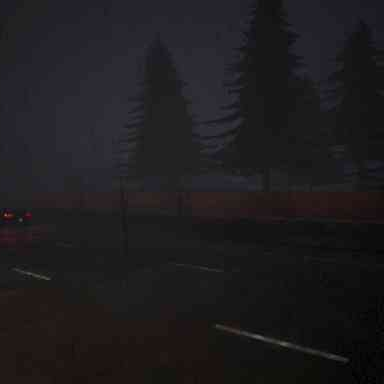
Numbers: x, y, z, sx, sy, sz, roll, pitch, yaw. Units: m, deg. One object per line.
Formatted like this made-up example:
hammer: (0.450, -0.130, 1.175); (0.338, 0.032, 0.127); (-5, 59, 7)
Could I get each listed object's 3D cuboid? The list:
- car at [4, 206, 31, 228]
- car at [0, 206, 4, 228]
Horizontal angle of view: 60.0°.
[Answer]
car: (-13.196, 1.719, 24.083); (1.812, 1.442, 4.674); (0, 0, -45)
car: (-12.812, 1.649, 18.880); (4.902, 1.511, 2.128); (-1, 0, 44)
